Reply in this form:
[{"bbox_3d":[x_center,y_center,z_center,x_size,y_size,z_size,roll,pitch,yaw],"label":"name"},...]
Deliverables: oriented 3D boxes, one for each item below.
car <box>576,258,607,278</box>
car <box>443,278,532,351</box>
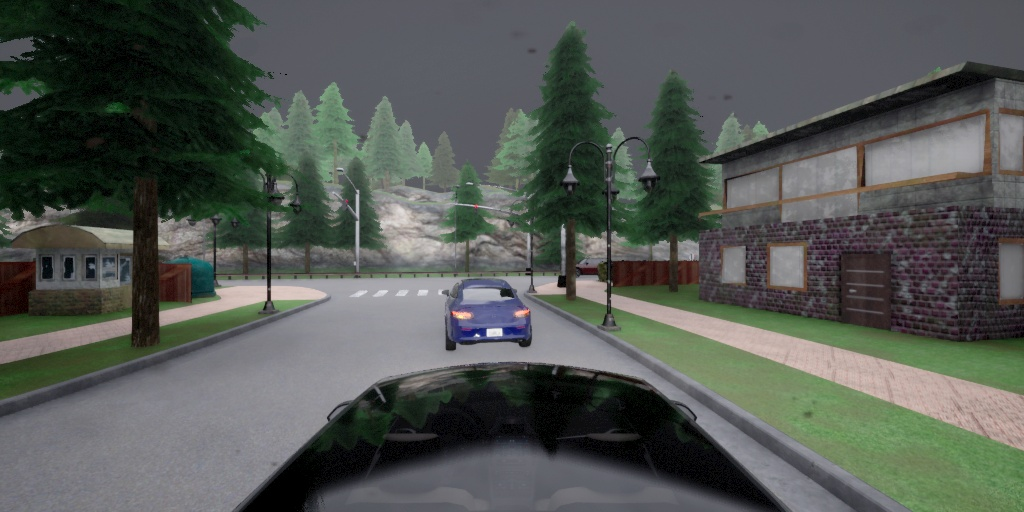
[{"bbox_3d":[6.607,0.945,31.500,4.553,1.767,2.097,0,0,-12],"label":"car"},{"bbox_3d":[-0.755,1.276,9.016,1.812,1.442,4.674,0,0,-11],"label":"car"}]
